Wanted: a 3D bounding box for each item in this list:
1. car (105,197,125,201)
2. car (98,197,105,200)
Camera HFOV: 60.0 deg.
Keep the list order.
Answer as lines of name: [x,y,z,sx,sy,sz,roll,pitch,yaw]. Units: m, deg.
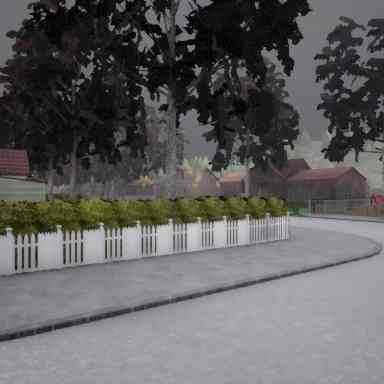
car: [-10.474,1.564,47.860,1.994,1.385,4.181,0,0,-34]
car: [-17.192,1.562,64.462,1.994,1.385,4.181,0,0,-36]
